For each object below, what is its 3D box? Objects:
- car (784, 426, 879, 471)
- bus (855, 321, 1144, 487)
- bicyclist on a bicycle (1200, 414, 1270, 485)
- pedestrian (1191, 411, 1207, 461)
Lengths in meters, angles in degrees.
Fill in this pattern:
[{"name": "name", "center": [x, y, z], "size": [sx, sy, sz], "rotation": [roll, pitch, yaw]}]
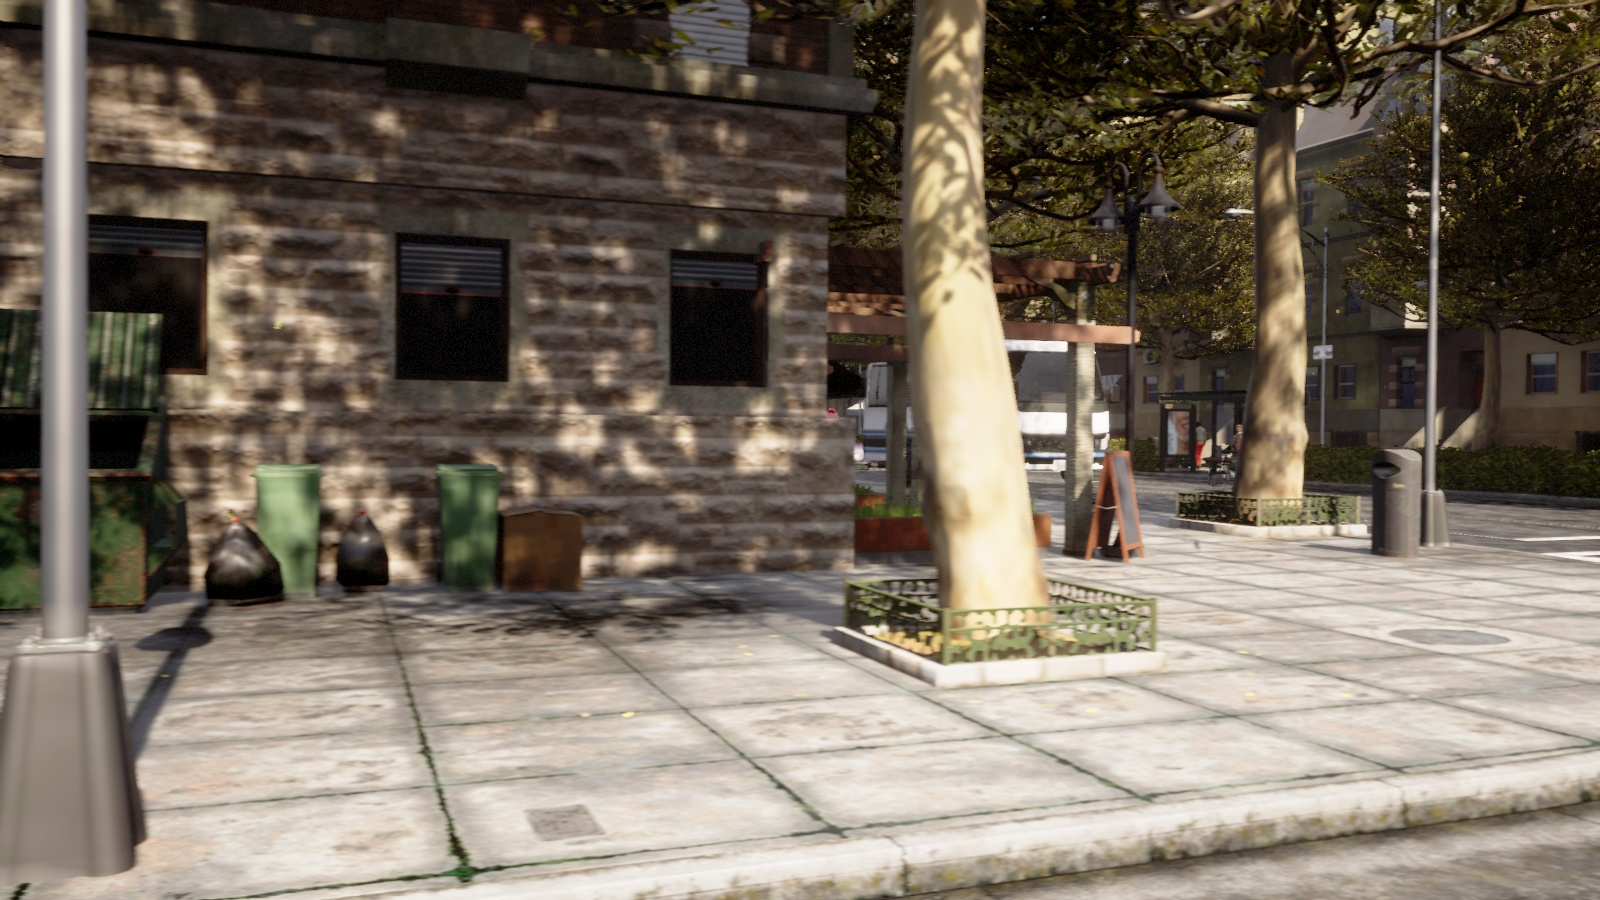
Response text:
[{"name": "car", "center": [1.177, -0.112, 49.050], "size": [2.033, 1.649, 4.856], "rotation": [-1, 1, -20]}, {"name": "bus", "center": [5.494, -1.270, 37.558], "size": [3.944, 4.253, 10.273], "rotation": [-1, 1, -21]}, {"name": "bicyclist on a bicycle", "center": [11.165, -0.014, 32.292], "size": [0.659, 1.776, 1.843], "rotation": [-1, 1, -20]}, {"name": "pedestrian", "center": [14.980, -0.526, 47.206], "size": [0.353, 1.847, 0.614], "rotation": [-1, 1, -5]}]
